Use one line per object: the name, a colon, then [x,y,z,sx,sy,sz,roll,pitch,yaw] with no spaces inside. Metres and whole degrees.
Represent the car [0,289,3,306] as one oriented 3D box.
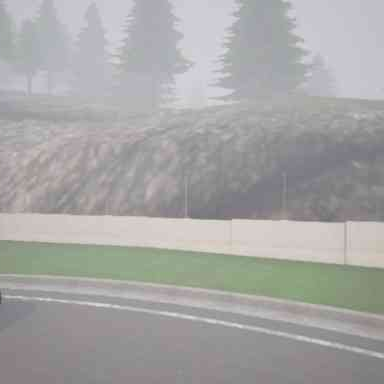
car: [-5.306,1.541,5.200,4.181,1.385,1.994,0,1,9]
